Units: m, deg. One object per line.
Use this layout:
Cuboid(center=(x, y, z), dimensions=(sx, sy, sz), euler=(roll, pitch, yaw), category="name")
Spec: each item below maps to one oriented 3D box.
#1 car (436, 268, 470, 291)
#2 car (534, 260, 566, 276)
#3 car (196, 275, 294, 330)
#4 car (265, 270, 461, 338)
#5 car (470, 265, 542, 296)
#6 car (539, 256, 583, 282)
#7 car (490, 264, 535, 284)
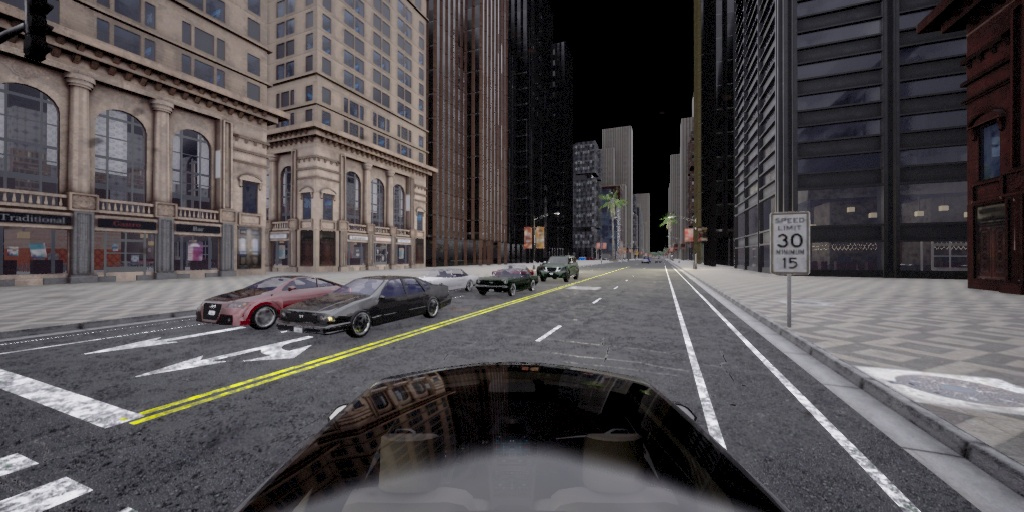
Cuboid(center=(-3.736, 1.357, 19.345), dimensions=(1.895, 1.301, 4.718), euler=(0, 0, 23), category="car")
Cuboid(center=(4.101, 1.251, 37.927), dimensions=(1.882, 1.535, 5.008), euler=(0, 0, 23), category="car")
Cuboid(center=(-7.121, 1.316, 11.264), dimensions=(1.994, 1.385, 4.181), euler=(0, 0, 23), category="car")
Cuboid(center=(-3.861, 1.299, 10.644), dimensions=(2.033, 1.411, 5.357), euler=(0, 0, 23), category="car")
Cuboid(center=(-0.151, 1.358, 19.486), dimensions=(1.895, 1.301, 4.718), euler=(0, 0, 23), category="car")
Cuboid(center=(3.990, 0.987, 29.349), dimensions=(2.150, 2.045, 5.566), euler=(0, 0, 23), category="car")
Cuboid(center=(0.118, 1.364, 28.531), dimensions=(1.895, 1.301, 4.718), euler=(0, 0, 23), category="car")
